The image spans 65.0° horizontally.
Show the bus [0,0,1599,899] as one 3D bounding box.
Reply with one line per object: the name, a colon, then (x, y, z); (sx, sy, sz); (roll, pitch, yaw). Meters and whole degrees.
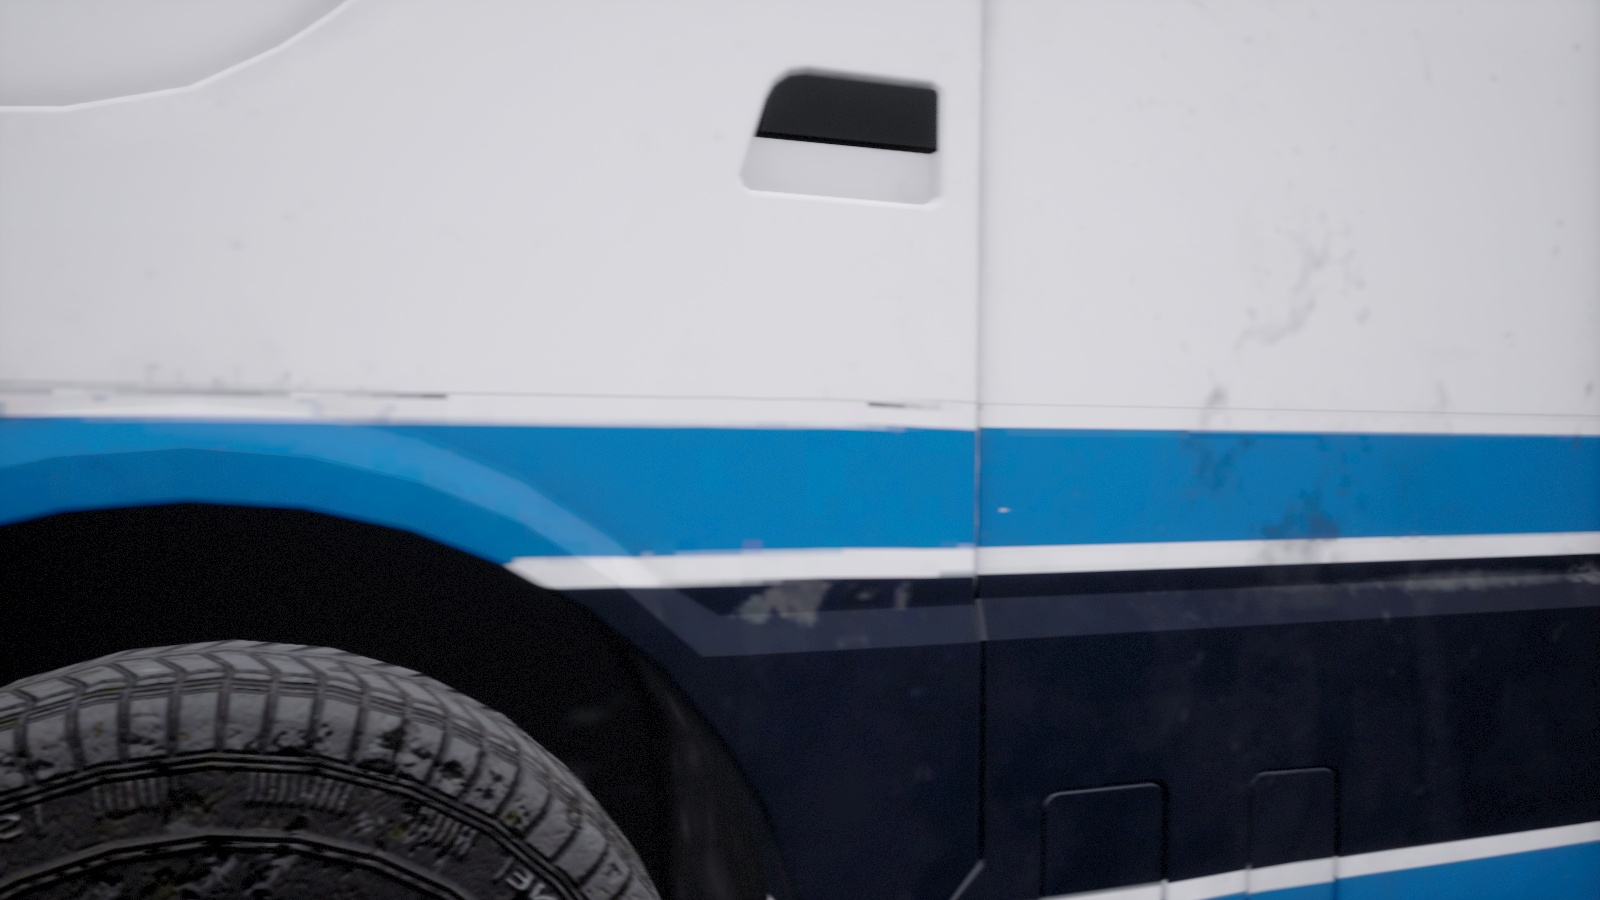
bus: (1.538, -0.657, 3.807); (10.273, 4.253, 3.944); (-1, 1, -21)
